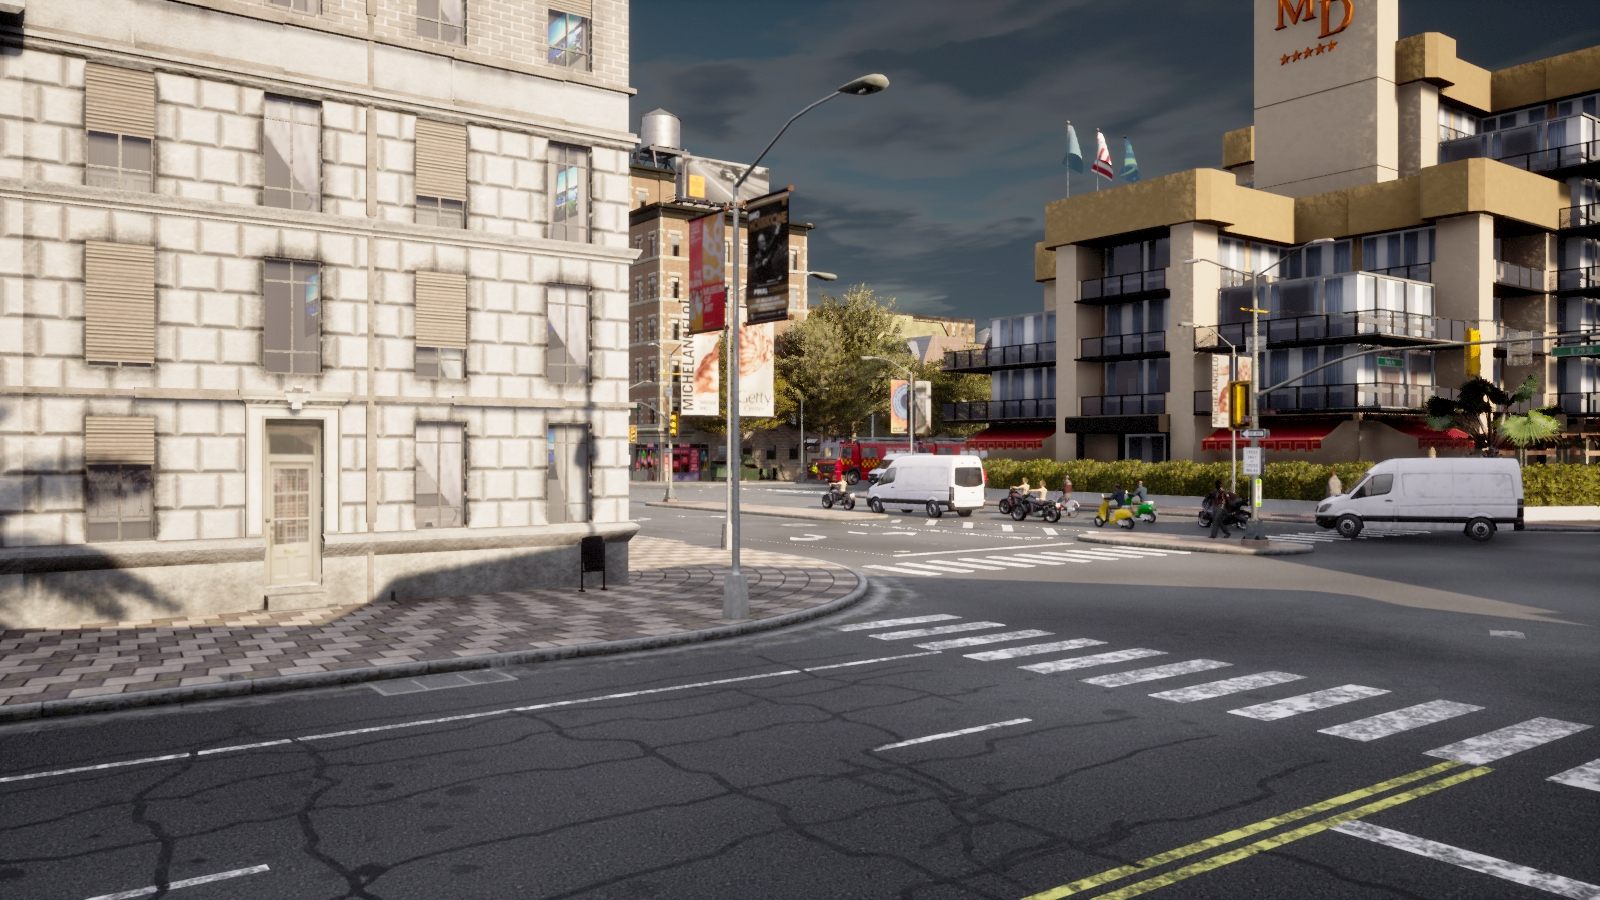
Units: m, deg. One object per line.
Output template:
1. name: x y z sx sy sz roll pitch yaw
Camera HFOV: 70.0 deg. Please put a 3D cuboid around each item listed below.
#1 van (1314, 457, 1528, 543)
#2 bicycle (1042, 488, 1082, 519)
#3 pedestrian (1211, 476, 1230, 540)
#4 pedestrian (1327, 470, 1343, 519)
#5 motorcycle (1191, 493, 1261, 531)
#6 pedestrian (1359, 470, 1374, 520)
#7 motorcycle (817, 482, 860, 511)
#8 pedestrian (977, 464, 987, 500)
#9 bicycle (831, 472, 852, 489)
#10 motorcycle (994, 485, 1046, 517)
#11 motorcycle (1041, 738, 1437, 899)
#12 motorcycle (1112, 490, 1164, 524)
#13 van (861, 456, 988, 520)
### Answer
1. van: 19.815 1.534 36.794 5.915 2.561 1.988 0 0 25
2. bicycle: 10.851 2.210 47.360 0.329 1.171 1.835 0 0 -36
3. pedestrian: 12.440 1.706 33.799 0.375 1.860 0.375 0 0 -35
4. pedestrian: 20.496 1.696 43.781 0.375 1.860 0.375 0 0 -18
5. motorcycle: 15.193 2.205 40.836 0.867 1.251 2.209 0 0 -39
6. pedestrian: 21.454 1.697 43.266 0.375 1.860 0.375 0 0 -32
7. motorcycle: 1.797 2.170 53.778 0.764 1.277 2.356 0 0 -37
8. pedestrian: 9.668 1.696 60.833 0.375 1.860 0.375 0 0 -39
9. bicycle: 3.008 2.210 82.135 1.835 1.171 0.329 0 0 -43
10. motorcycle: 9.406 2.170 48.968 0.764 1.277 2.356 0 0 -34
11. motorcycle: 2.199 2.213 5.612 2.033 1.145 0.803 0 0 -34
12. motorcycle: 13.079 2.182 44.246 0.856 1.236 1.805 0 0 -36
13. van: 5.246 1.534 49.039 1.988 2.561 5.915 0 0 -36
